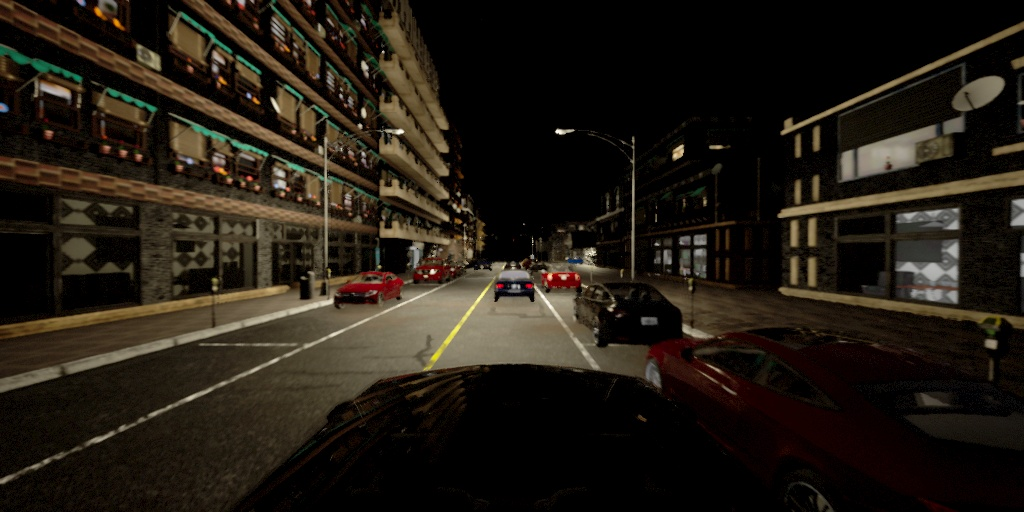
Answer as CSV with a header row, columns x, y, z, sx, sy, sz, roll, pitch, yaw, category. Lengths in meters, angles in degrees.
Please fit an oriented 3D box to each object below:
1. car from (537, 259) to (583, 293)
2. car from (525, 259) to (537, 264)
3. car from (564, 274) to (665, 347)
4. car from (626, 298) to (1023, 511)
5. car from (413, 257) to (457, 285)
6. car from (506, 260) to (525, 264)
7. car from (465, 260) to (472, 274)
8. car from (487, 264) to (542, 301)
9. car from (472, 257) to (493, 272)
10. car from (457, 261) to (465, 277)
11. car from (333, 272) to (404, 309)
x,y,z,sx,sy,sz,roll,pitch,yaw,category
2.689,1.158,20.481,1.967,1.591,4.097,0,0,0,car
2.691,1.246,37.571,2.007,1.370,4.403,0,0,0,car
2.690,1.302,9.089,1.948,1.339,4.313,0,0,0,car
2.689,1.329,3.392,1.802,1.307,4.207,0,0,0,car
-5.691,1.025,26.182,2.192,1.841,5.009,0,0,0,car
0.100,1.243,37.849,2.033,1.411,5.357,0,0,0,car
-5.690,1.247,37.576,2.007,1.370,4.403,0,0,0,car
0.096,1.271,17.014,2.033,1.411,5.357,0,0,0,car
-3.000,0.827,38.227,1.882,1.535,5.008,0,0,0,car
-5.691,1.142,31.879,1.967,1.591,4.097,0,0,0,car
-5.692,1.309,14.789,1.802,1.307,4.207,0,0,0,car
